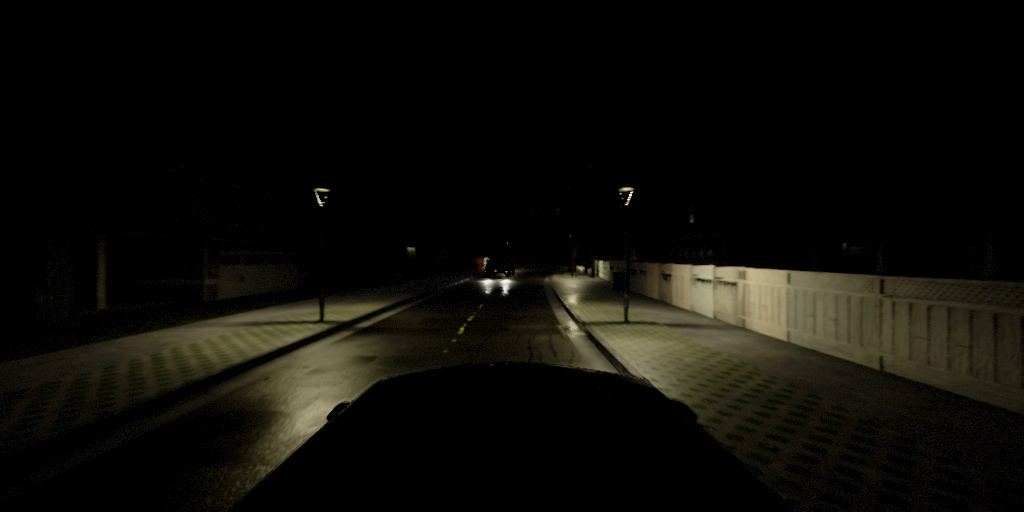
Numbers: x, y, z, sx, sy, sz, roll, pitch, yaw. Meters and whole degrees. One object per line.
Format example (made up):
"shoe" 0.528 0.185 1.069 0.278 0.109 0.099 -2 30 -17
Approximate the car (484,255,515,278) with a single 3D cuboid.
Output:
"car" -1.059 0.930 33.467 2.150 2.045 5.566 0 0 7
